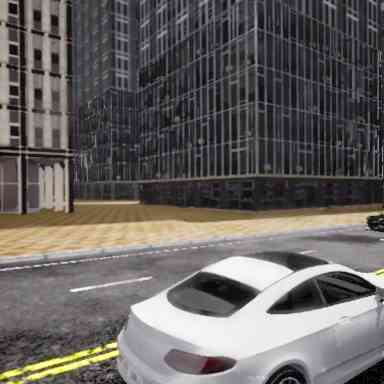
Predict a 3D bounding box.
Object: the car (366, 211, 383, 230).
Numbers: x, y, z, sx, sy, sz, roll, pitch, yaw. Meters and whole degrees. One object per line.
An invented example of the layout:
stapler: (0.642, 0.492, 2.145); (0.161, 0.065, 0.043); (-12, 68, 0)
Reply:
car: (12.933, 1.698, 20.908); (4.718, 1.301, 1.895); (0, 0, -36)

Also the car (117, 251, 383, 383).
car: (1.354, 1.541, 4.419); (4.674, 1.442, 1.812); (0, 0, -35)
